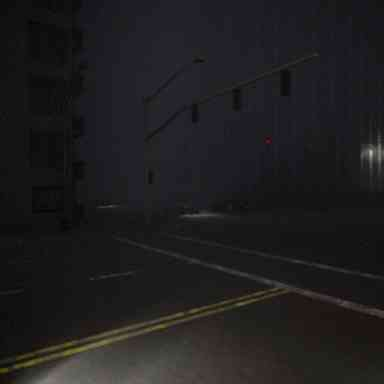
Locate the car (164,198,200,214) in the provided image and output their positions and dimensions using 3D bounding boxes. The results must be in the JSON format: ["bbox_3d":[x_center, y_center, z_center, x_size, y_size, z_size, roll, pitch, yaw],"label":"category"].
[{"bbox_3d":[-1.100,1.368,32.833,1.812,1.442,4.674,-1,0,-35],"label":"car"}]

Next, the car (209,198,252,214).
[{"bbox_3d":[3.614,1.289,32.381,1.882,1.535,5.008,0,0,-34],"label":"car"}]

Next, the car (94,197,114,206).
[{"bbox_3d":[-13.491,1.404,50.679,1.994,1.385,4.181,-1,0,-35],"label":"car"}]
